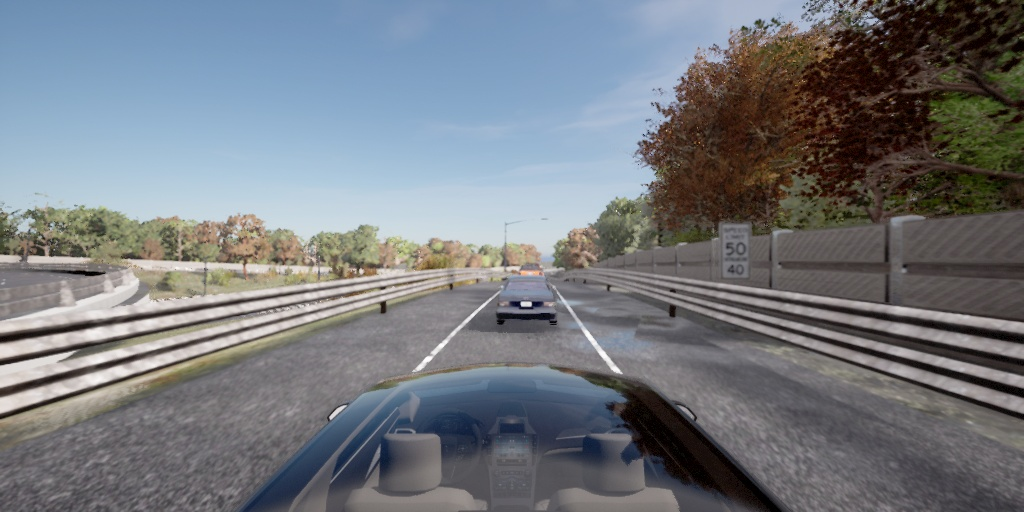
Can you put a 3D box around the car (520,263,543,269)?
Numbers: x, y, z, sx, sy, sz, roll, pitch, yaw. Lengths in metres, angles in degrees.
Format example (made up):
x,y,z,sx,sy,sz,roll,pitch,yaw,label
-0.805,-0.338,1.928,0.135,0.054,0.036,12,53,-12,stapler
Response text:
x,y,z,sx,sy,sz,roll,pitch,yaw,label
1.419,1.475,28.397,2.097,1.767,4.553,0,-2,4,car

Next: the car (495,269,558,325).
x,y,z,sx,sy,sz,roll,pitch,yaw,label
0.518,1.352,12.100,2.033,1.411,5.357,0,0,3,car
